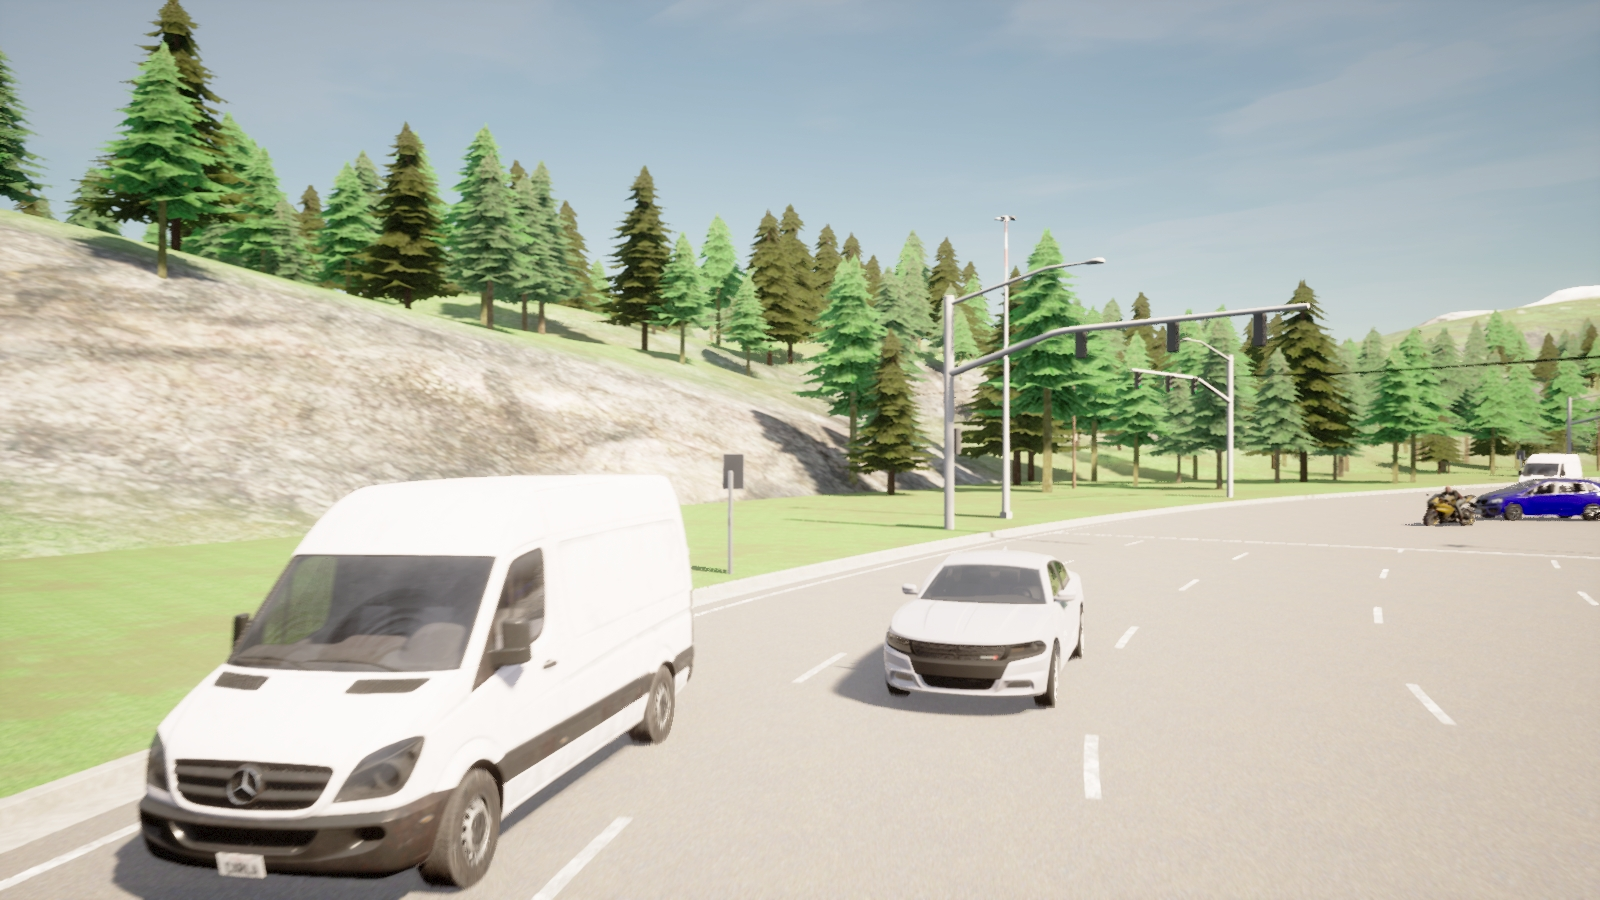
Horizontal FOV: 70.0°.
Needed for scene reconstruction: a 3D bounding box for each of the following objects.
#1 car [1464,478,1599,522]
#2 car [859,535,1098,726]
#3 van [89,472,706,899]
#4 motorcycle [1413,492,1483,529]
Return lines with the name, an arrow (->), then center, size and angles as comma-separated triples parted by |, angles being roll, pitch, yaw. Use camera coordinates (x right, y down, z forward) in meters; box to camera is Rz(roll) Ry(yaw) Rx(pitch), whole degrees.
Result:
car -> 29.458, 1.955, 45.547 | 4.611, 1.667, 2.242 | 0, 0, 5
car -> 2.441, 2.028, 14.254 | 2.097, 1.535, 5.006 | 0, 0, 19
van -> -2.612, 1.530, 9.465 | 1.988, 2.561, 5.915 | -1, 0, 12
motorcycle -> 23.650, 2.192, 41.692 | 2.209, 1.251, 0.867 | 0, 2, -14
